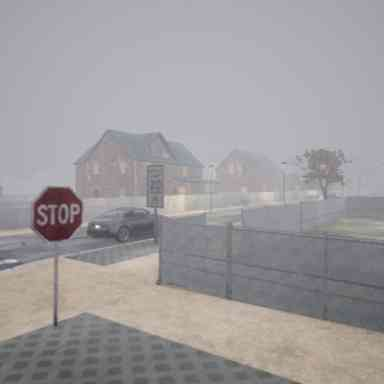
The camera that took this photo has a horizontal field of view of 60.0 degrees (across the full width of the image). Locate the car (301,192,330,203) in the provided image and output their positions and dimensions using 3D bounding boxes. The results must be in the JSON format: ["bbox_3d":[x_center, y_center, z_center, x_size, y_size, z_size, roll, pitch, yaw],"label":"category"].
[{"bbox_3d":[14.880,0.978,40.344,1.895,1.301,4.718,1,1,36],"label":"car"}]

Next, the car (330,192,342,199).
[{"bbox_3d":[20.461,0.747,48.305,1.837,1.490,4.892,1,1,35],"label":"car"}]

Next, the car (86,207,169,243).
[{"bbox_3d":[-2.780,1.389,15.502,1.994,1.385,4.181,1,1,35],"label":"car"}]
